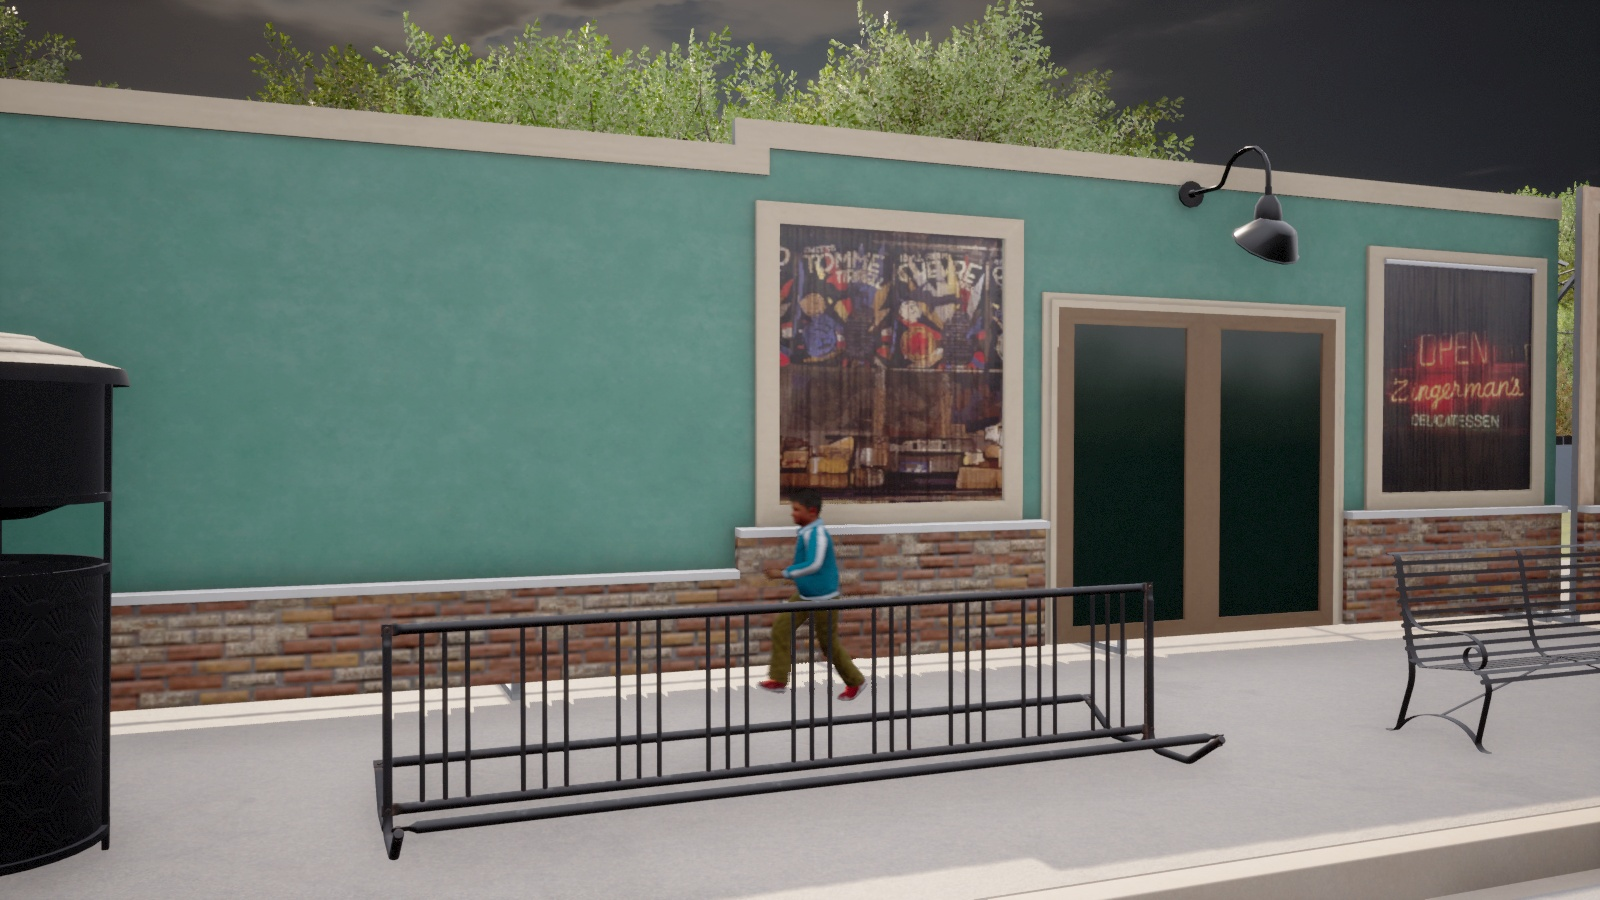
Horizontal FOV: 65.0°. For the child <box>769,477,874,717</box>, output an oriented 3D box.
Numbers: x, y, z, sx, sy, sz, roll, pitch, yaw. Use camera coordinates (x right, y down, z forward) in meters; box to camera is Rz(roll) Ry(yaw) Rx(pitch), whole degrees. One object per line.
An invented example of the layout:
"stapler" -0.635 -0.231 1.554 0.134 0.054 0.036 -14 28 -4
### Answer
"child" 0.111 0.749 6.573 0.448 1.192 0.343 -1 1 -20
